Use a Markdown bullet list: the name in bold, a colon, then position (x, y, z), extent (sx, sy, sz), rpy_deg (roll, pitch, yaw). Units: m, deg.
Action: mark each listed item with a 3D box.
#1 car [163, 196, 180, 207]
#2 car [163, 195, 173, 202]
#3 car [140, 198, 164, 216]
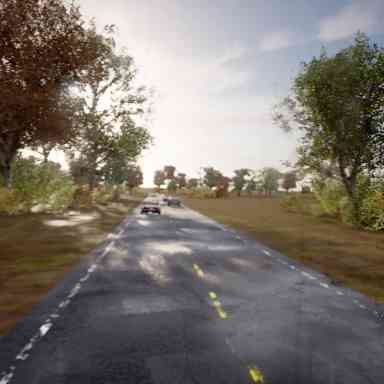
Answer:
- **car**: position (-2.785, 1.373, 50.219), extent (2.128, 1.511, 4.902), rpy_deg (2, 0, -6)
- **car**: position (-5.040, 1.383, 69.196), extent (1.895, 1.301, 4.718), rpy_deg (2, 0, -6)
- **car**: position (-3.864, 1.468, 31.348), extent (1.895, 1.301, 4.718), rpy_deg (2, 0, -6)
